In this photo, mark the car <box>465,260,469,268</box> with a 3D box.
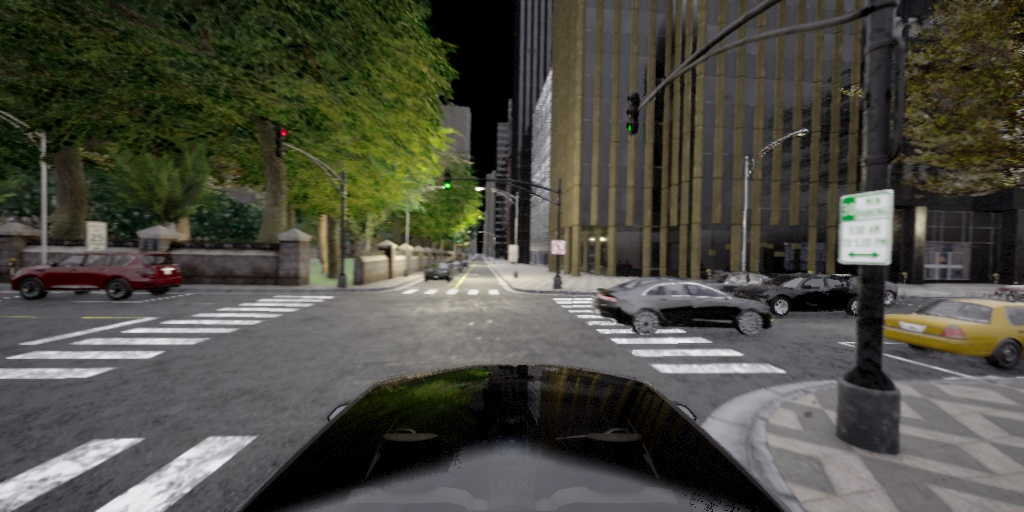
[{"bbox_3d":[-8.400,1.376,61.650,1.895,1.301,4.718,1,0,-5],"label":"car"}]

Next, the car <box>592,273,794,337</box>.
[{"bbox_3d":[4.820,1.384,10.324,4.902,1.511,2.128,1,1,-5],"label":"car"}]

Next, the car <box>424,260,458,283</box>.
[{"bbox_3d":[-5.538,1.179,27.638,1.882,1.535,5.008,1,0,-5],"label":"car"}]

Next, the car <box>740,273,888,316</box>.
[{"bbox_3d":[11.212,1.419,13.949,5.008,1.535,1.882,0,1,-5],"label":"car"}]

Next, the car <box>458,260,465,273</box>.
[{"bbox_3d":[-6.827,1.249,42.570,1.812,1.442,4.674,1,0,-6],"label":"car"}]

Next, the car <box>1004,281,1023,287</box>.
[{"bbox_3d":[26.684,1.762,17.892,4.207,1.307,1.802,0,0,-5],"label":"car"}]

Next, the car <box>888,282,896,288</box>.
[{"bbox_3d":[15.696,1.543,16.998,4.313,1.339,1.948,0,0,-5],"label":"car"}]

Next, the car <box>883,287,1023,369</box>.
[{"bbox_3d":[11.069,1.564,8.070,4.829,1.417,1.751,0,0,-5],"label":"car"}]

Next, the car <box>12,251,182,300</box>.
[{"bbox_3d":[-16.370,0.711,14.390,5.009,1.841,2.192,0,0,-5],"label":"car"}]
